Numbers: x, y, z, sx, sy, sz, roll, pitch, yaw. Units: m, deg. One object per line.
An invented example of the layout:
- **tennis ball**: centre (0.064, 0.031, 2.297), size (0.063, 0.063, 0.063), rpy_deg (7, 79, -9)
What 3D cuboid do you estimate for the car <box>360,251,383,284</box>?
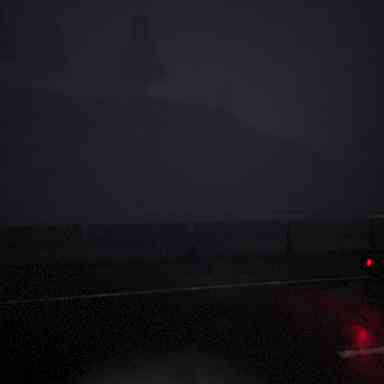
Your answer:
- **car**: centre (6.267, 1.587, 7.107), size (4.718, 1.301, 1.895), rpy_deg (0, 0, -11)
